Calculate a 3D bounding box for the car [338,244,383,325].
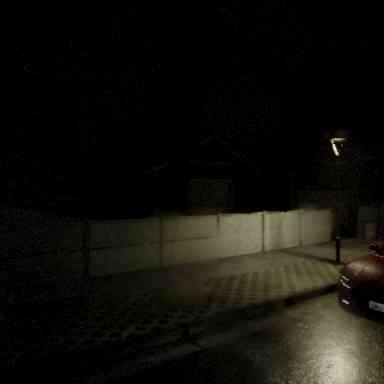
[{"bbox_3d":[4.858,1.472,6.517,5.008,1.535,1.882,0,0,-35],"label":"car"}]
